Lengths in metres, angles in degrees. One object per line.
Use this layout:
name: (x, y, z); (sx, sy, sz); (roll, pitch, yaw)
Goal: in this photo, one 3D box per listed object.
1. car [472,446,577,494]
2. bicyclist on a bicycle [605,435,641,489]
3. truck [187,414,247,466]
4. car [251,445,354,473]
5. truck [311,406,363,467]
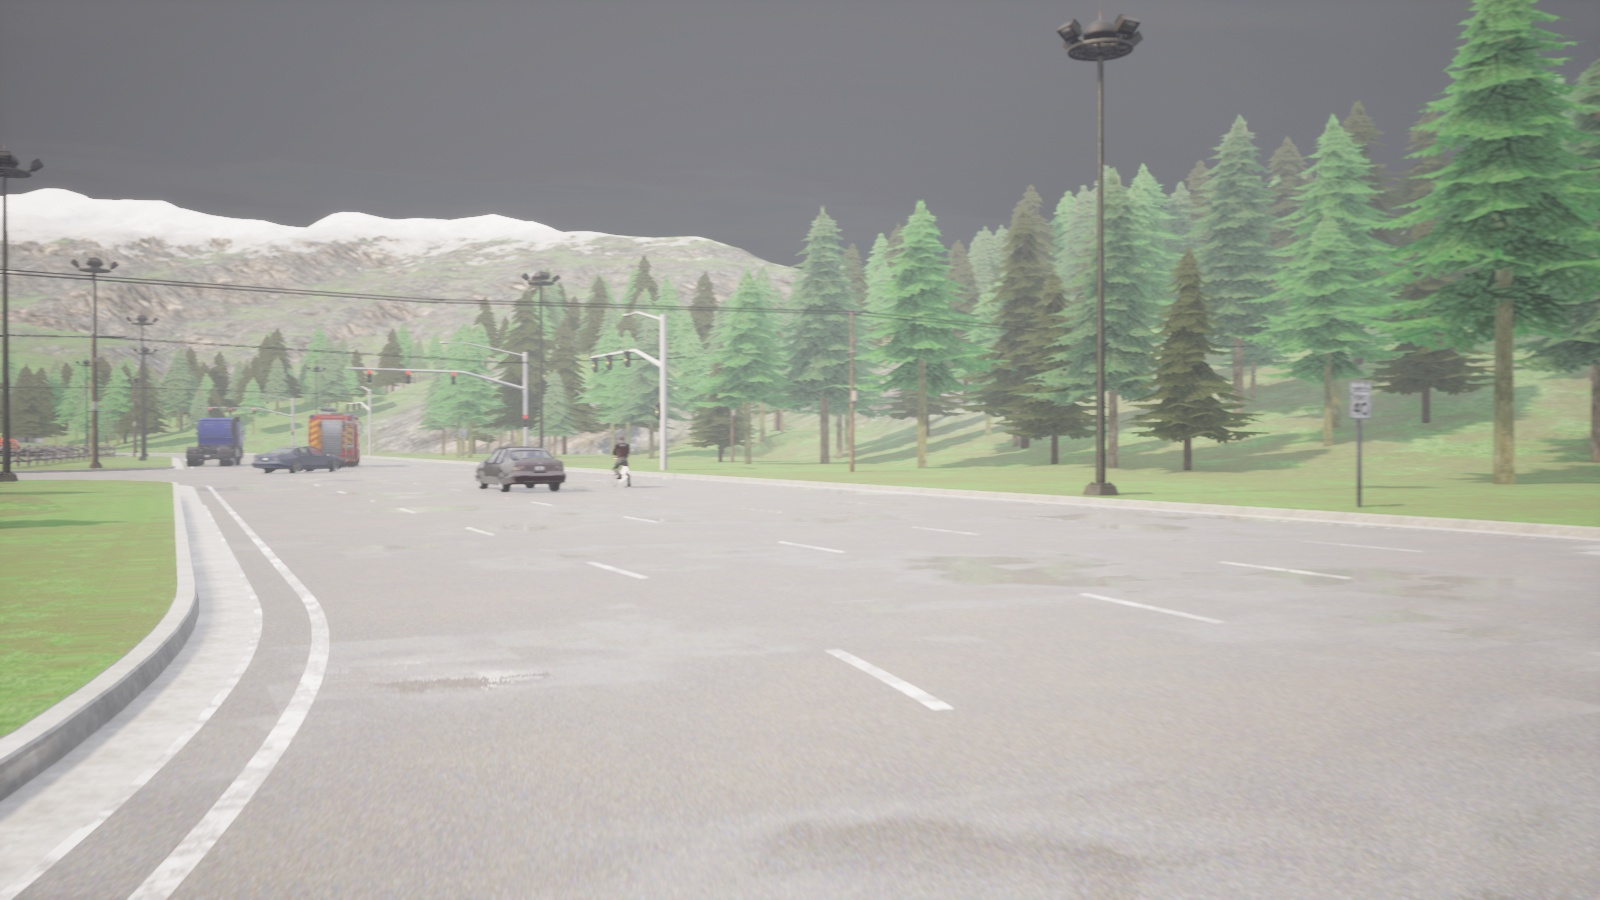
car: (-8.863, 0.573, 40.057); (2.033, 1.411, 5.357); (0, 0, -26)
bicyclist on a bicycle: (-5.939, 0.383, 42.035); (0.659, 1.776, 1.843); (0, 1, -26)
truck: (-40.576, -0.706, 87.617); (2.891, 3.462, 7.936); (0, 0, -18)
car: (-25.744, 0.440, 65.190); (2.033, 1.411, 5.357); (0, 0, 18)
truck: (-30.708, -0.873, 83.540); (2.891, 3.827, 8.468); (0, 0, -18)
